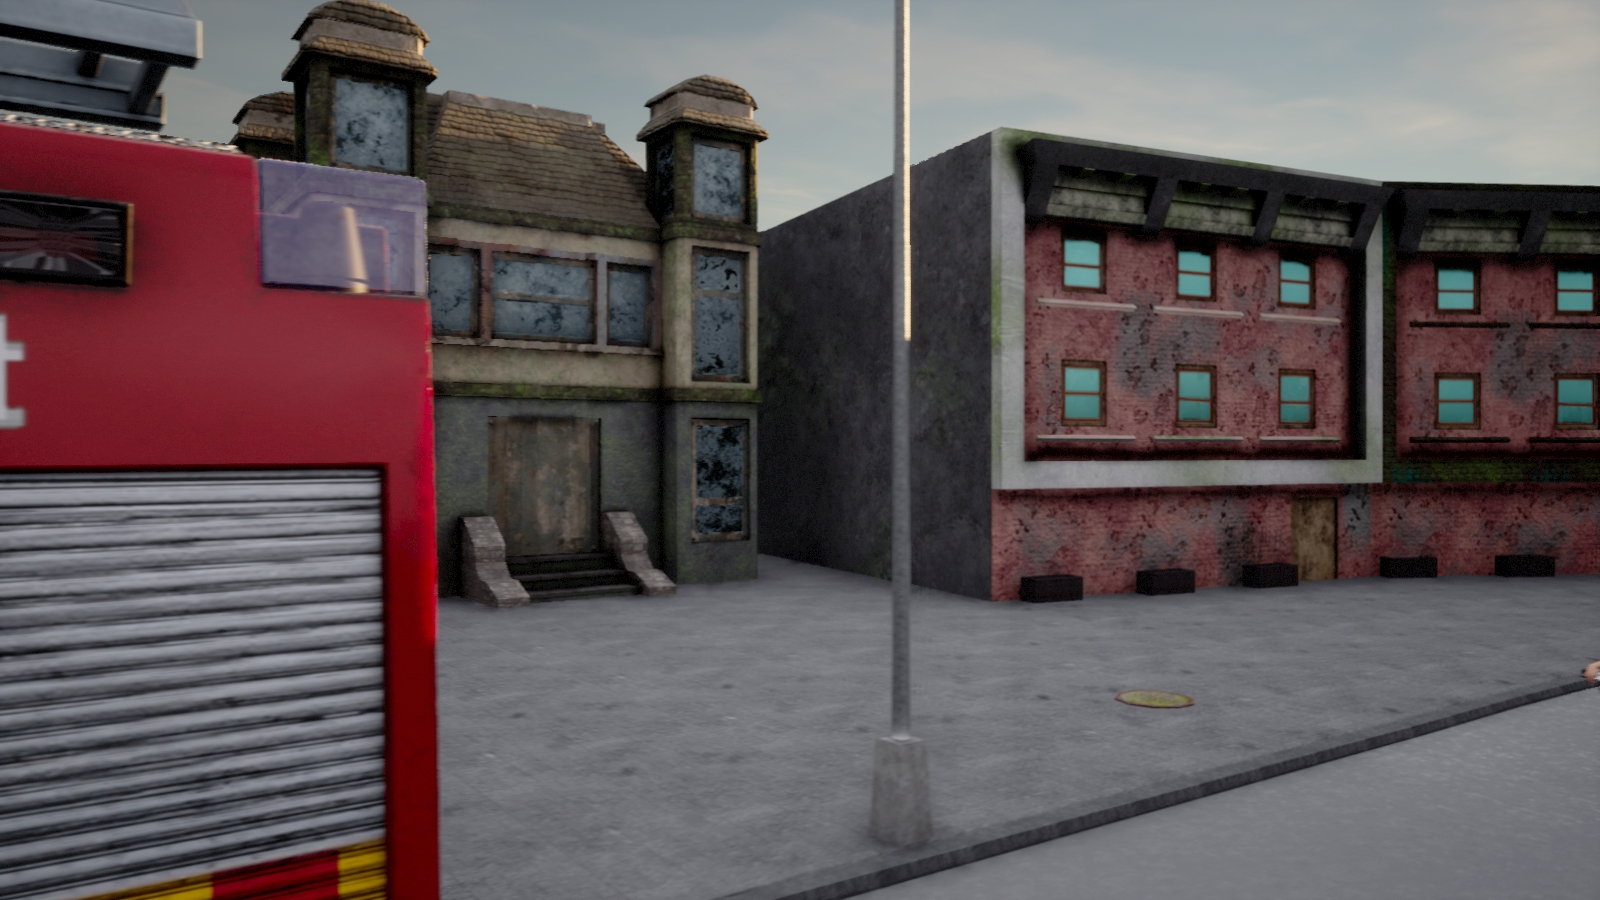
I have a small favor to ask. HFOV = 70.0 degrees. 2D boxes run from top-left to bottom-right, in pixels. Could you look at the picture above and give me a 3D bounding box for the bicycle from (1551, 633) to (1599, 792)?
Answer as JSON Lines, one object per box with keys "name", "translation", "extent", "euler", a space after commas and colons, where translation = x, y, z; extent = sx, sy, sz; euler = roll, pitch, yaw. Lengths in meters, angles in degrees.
{"name": "bicycle", "translation": [6.692, 2.036, 8.935], "extent": [1.487, 1.080, 0.859], "euler": [0, 0, -34]}
